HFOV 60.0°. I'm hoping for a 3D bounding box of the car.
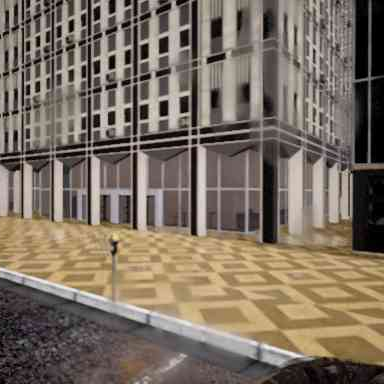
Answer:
[{"bbox_3d":[2.069,1.573,1.400,4.313,1.339,1.947,0,0,36],"label":"car"}]
